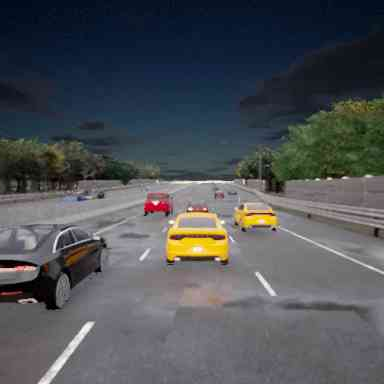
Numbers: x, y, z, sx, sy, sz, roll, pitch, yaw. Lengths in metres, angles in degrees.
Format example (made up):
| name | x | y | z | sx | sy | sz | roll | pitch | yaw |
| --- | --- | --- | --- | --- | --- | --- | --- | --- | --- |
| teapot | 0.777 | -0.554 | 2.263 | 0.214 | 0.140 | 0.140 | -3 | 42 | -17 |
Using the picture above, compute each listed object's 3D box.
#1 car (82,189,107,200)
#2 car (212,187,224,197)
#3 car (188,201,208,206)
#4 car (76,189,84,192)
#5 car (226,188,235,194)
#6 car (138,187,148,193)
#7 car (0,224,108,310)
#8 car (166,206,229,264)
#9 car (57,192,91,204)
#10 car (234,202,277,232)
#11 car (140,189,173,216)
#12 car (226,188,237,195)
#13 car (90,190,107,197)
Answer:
| name | x | y | z | sx | sy | sz | roll | pitch | yaw |
| --- | --- | --- | --- | --- | --- | --- | --- | --- | --- |
| car | -16.188 | 0.731 | 55.732 | 2.128 | 1.511 | 4.902 | 0 | 2 | 3 |
| car | 5.545 | 0.346 | 68.467 | 1.812 | 1.442 | 4.674 | 0 | 2 | 3 |
| car | 0.521 | 1.429 | 30.000 | 1.895 | 1.301 | 4.718 | 0 | 1 | 2 |
| car | -21.962 | 0.066 | 66.729 | 2.128 | 1.511 | 4.902 | 0 | 2 | 0 |
| car | 10.033 | -0.318 | 86.933 | 1.895 | 1.301 | 4.718 | 0 | 2 | 3 |
| car | -11.429 | -0.420 | 78.823 | 2.097 | 1.767 | 4.553 | 0 | 2 | 3 |
| car | -3.355 | 1.484 | 7.749 | 2.128 | 1.511 | 4.902 | 0 | 0 | 0 |
| car | 0.183 | 1.465 | 11.833 | 1.882 | 1.535 | 5.008 | 0 | 0 | 1 |
| car | -13.452 | 1.175 | 37.438 | 1.882 | 1.535 | 5.008 | 0 | 1 | 2 |
| car | 3.670 | 1.357 | 19.823 | 1.882 | 1.535 | 5.008 | 0 | 0 | 1 |
| car | -2.970 | 1.045 | 30.356 | 2.150 | 2.045 | 5.566 | 0 | 1 | 2 |
| car | 9.366 | 0.028 | 76.888 | 1.994 | 1.385 | 4.181 | 0 | 2 | 5 |
| car | -19.021 | 0.304 | 67.912 | 1.895 | 1.301 | 4.718 | 0 | 2 | 3 |
